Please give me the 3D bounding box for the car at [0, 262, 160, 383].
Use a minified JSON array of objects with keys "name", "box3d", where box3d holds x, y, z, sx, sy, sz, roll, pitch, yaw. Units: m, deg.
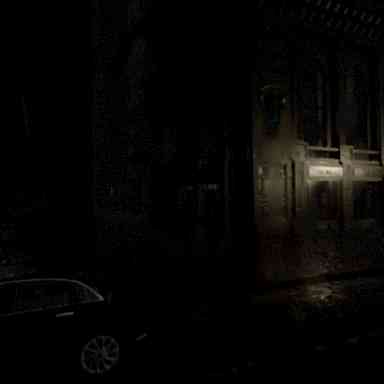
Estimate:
[{"name":"car","box3d":[-2.614,1.684,4.360,4.403,1.369,2.008,0,-2,-25]}]
